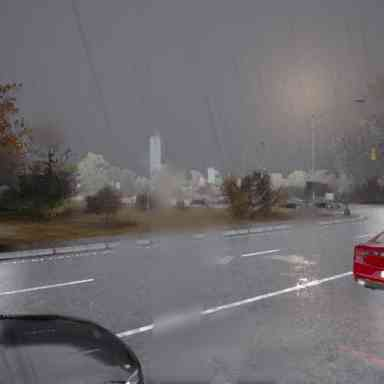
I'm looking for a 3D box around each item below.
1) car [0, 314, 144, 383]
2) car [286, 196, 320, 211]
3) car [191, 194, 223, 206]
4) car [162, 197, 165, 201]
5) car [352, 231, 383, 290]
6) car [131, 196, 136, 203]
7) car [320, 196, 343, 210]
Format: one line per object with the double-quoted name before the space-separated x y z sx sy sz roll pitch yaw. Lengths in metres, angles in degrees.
"car" -2.612 1.492 1.865 4.902 1.511 2.128 0 0 -36
"car" 11.153 1.277 37.188 2.128 1.511 4.902 -1 0 -39
"car" 1.880 1.145 48.780 2.097 1.767 4.553 -1 0 -39
"car" -7.264 1.267 65.974 2.128 1.511 4.902 -1 0 -38
"car" 5.815 1.445 7.879 5.008 1.535 1.882 0 0 -35
"car" -10.112 1.343 63.937 1.812 1.442 4.674 -1 0 -38
"car" 14.767 1.246 38.286 2.128 1.511 4.902 -1 0 -39
